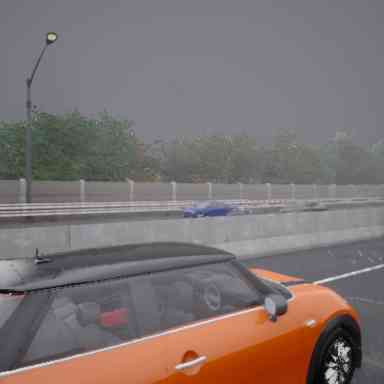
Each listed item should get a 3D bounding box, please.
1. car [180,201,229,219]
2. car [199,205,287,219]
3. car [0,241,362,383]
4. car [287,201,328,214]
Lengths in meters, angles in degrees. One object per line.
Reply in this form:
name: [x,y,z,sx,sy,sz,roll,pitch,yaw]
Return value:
car: [1.374,1.479,26.362,5.008,1.535,1.882,0,0,-35]
car: [2.982,1.603,18.958,4.718,1.301,1.895,0,0,-35]
car: [-0.146,1.351,3.627,4.553,1.767,2.097,0,0,-36]
car: [9.232,1.514,27.539,4.892,1.490,1.837,1,0,-34]
